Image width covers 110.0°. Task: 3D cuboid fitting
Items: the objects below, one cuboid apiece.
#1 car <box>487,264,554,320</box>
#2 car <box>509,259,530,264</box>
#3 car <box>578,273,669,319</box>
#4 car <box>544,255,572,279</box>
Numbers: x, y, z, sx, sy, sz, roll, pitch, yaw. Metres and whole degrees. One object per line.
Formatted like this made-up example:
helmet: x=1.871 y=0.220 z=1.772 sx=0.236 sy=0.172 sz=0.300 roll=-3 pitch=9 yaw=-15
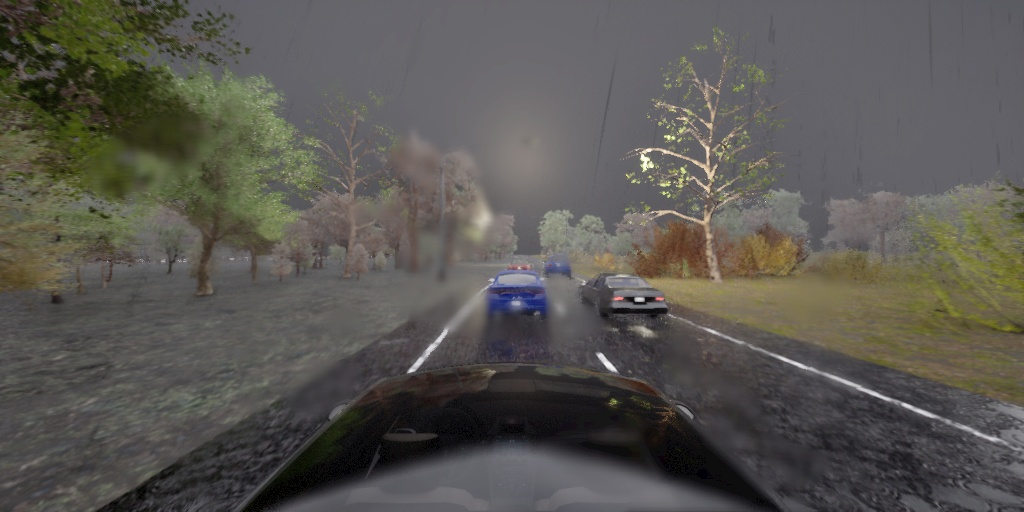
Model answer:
car: x=0.203 y=1.223 z=12.691 sx=1.882 sy=1.535 sz=5.008 roll=0 pitch=0 yaw=1
car: x=0.690 y=1.088 z=33.205 sx=2.097 sy=1.767 sz=4.553 roll=0 pitch=0 yaw=2
car: x=3.685 y=1.294 z=12.775 sx=2.033 sy=1.411 sz=5.357 roll=0 pitch=0 yaw=1
car: x=4.174 y=0.959 z=32.877 sx=2.150 sy=2.045 sz=5.566 roll=0 pitch=0 yaw=2
